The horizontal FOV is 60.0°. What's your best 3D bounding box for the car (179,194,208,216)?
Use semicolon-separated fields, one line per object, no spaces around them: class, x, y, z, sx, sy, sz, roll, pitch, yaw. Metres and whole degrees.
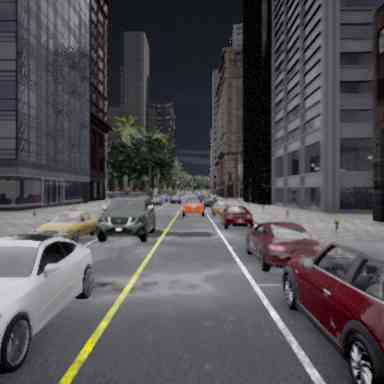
car;0.127;1.337;32.006;2.097;1.767;4.553;0;0;0

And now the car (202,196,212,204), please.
car;2.811;1.516;64.963;1.752;1.417;4.829;0;0;0

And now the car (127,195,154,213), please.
car;-5.737;1.300;37.685;2.192;1.841;5.009;0;0;0

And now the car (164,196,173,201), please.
car;-5.701;1.574;81.094;1.802;1.307;4.206;0;0;0

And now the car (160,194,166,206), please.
car;-5.723;1.532;53.963;1.887;1.381;4.507;0;0;0

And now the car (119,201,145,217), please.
car;-5.740;1.567;32.259;1.802;1.307;4.206;0;0;0

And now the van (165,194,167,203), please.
van;-5.715;1.331;64.815;1.690;1.788;3.998;0;0;0

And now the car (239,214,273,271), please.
car;2.768;1.575;10.543;1.802;1.307;4.206;0;0;0

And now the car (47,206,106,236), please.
car;-5.753;1.516;15.811;1.752;1.417;4.829;0;0;0

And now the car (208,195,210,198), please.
car;2.389;1.489;43.369;1.837;1.490;4.892;0;0;0

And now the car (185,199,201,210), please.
car;0.135;1.586;43.387;1.895;1.301;4.718;0;0;0

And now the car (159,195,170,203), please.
car;-5.710;1.431;70.241;1.967;1.590;4.097;0;0;0

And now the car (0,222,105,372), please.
car;-3.094;1.522;5.770;1.812;1.442;4.674;0;0;0

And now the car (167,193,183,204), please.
car;-2.974;1.466;61.733;1.882;1.535;5.008;0;0;1

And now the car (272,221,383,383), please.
car;2.764;1.437;5.118;1.967;1.590;4.097;0;0;0

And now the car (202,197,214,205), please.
car;2.807;1.540;59.368;2.008;1.369;4.403;0;0;0

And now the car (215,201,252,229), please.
car;2.776;1.533;21.393;1.887;1.381;4.507;0;0;0

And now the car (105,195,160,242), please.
car;-3.074;1.211;16.687;2.150;2.045;5.566;0;0;0

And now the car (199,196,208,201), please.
car;2.824;1.558;81.069;1.947;1.339;4.313;0;0;0

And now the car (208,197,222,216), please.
car;2.785;1.511;32.413;1.752;1.417;4.829;0;0;0
